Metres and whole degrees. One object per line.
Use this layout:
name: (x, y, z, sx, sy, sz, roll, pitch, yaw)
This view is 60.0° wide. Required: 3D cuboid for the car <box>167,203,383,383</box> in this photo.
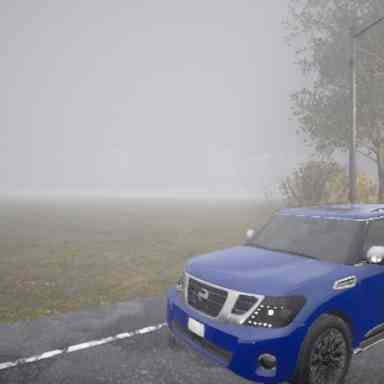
car: (2.336, 1.235, 5.439, 5.566, 2.045, 2.150, 0, 0, -34)
